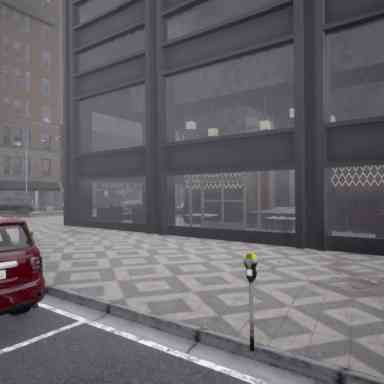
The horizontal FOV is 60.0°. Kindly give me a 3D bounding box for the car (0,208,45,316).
[{"bbox_3d":[-4.811,1.317,6.282,5.009,1.841,2.192,0,-1,35],"label":"car"}]

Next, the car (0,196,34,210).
[{"bbox_3d":[-18.002,1.388,31.654,2.150,2.045,5.566,-1,-1,36],"label":"car"}]
